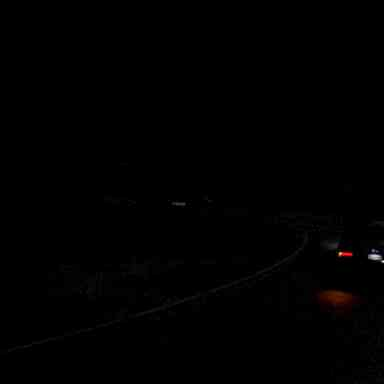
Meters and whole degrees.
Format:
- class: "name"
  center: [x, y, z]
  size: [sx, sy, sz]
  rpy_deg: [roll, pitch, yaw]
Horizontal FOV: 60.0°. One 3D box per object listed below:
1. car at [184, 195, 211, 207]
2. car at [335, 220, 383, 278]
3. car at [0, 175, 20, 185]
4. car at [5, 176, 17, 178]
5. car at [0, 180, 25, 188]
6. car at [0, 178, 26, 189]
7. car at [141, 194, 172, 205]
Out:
- class: "car"
  center: [1.117, 1.128, 44.239]
  size: [4.674, 1.442, 1.812]
  rpy_deg: [3, 2, 40]
- class: "car"
  center: [5.331, 1.533, 9.816]
  size: [2.033, 1.411, 5.357]
  rpy_deg: [0, 0, 27]
- class: "car"
  center: [-43.623, -2.812, 77.626]
  size: [2.435, 2.045, 5.566]
  rpy_deg: [6, 5, 34]
- class: "car"
  center: [-40.150, -2.015, 72.616]
  size: [1.946, 1.575, 5.366]
  rpy_deg: [6, 5, 34]
- class: "car"
  center: [-38.259, -1.703, 70.326]
  size: [2.002, 1.452, 4.674]
  rpy_deg: [6, 5, 34]
- class: "car"
  center: [-36.477, -1.470, 67.870]
  size: [2.231, 1.521, 4.892]
  rpy_deg: [6, 4, 34]
- class: "car"
  center: [-4.795, 0.953, 44.178]
  size: [4.181, 1.385, 1.994]
  rpy_deg: [3, 1, 29]
